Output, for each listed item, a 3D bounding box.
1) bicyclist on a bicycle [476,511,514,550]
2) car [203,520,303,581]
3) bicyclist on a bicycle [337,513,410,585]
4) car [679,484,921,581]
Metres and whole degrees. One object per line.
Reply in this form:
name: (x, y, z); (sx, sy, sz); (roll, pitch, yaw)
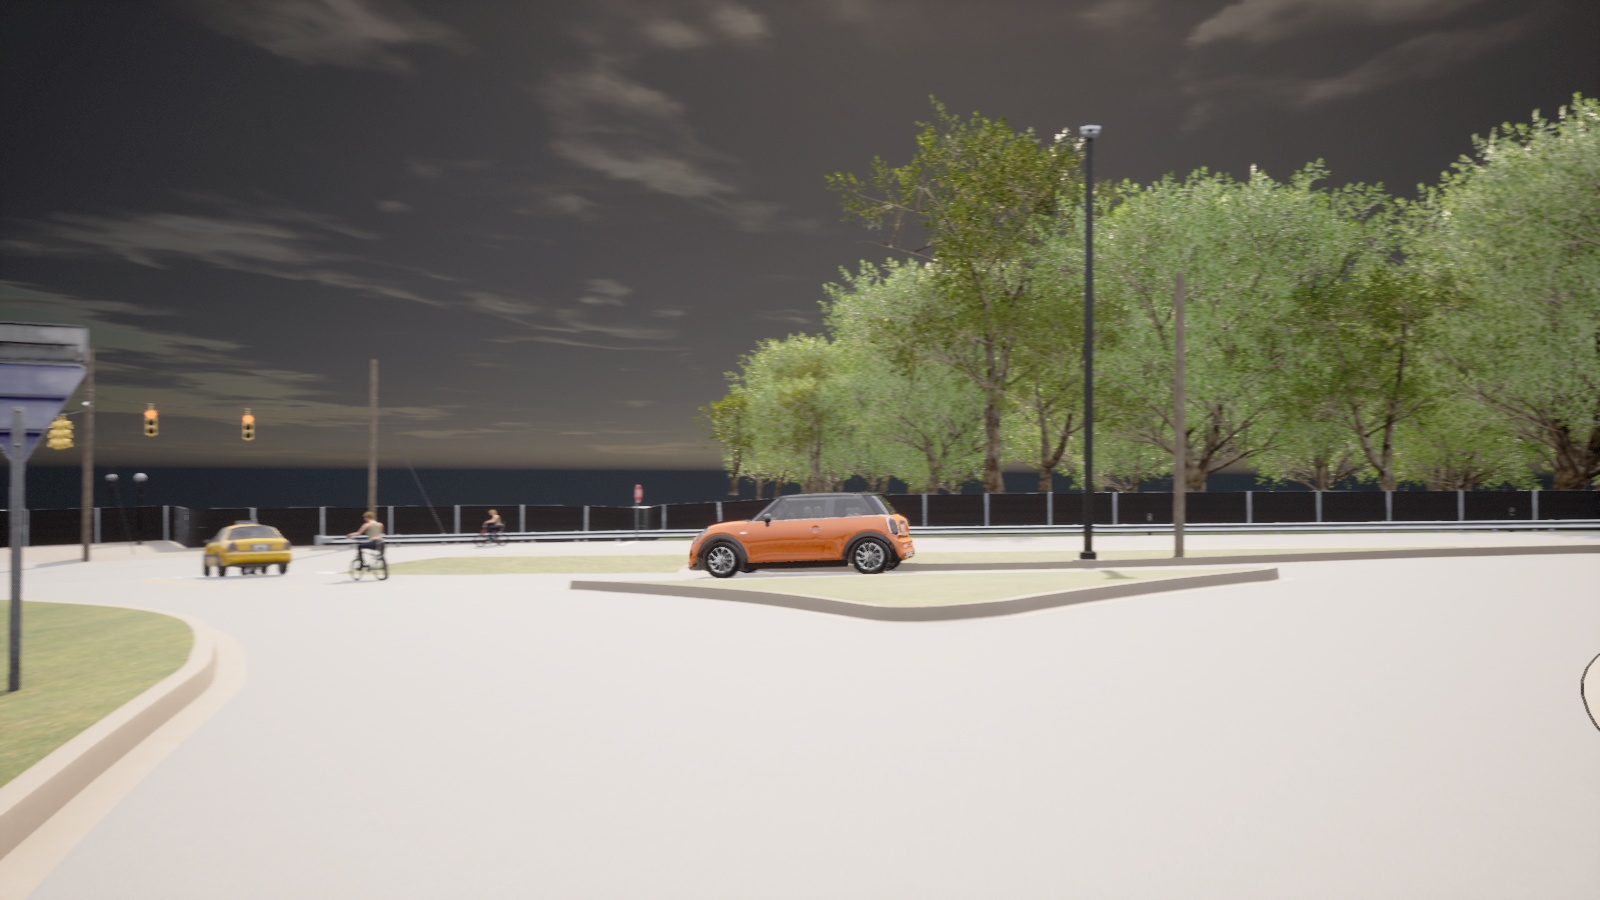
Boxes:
bicyclist on a bicycle: (-13.319, 3.510, 54.846); (1.509, 1.612, 0.866); (-2, -1, -7)
car: (-15.689, 2.902, 35.852); (1.801, 1.575, 5.366); (0, -5, -33)
bicyclist on a bicycle: (-9.974, 2.323, 29.354); (1.509, 1.612, 0.866); (-5, -4, 37)
car: (0.039, 1.686, 25.807); (4.553, 1.767, 2.097); (-3, -3, 13)
